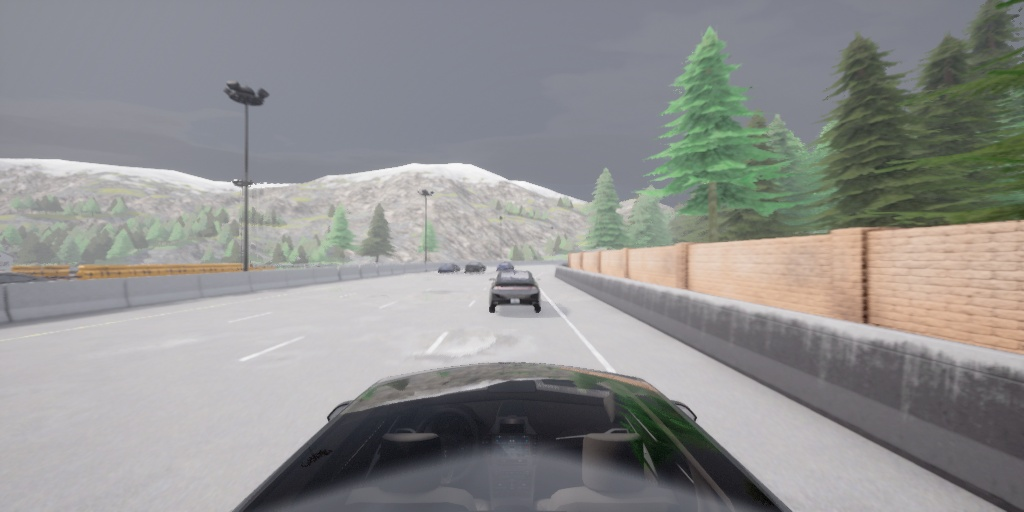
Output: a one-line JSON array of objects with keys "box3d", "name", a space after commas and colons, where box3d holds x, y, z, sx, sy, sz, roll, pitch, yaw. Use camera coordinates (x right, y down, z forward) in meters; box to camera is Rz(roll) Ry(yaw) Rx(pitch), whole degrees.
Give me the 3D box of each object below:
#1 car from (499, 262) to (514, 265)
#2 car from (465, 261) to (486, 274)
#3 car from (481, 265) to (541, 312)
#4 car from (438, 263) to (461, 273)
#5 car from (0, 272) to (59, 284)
[{"box3d": [-0.828, 1.521, 48.456, 1.812, 1.442, 4.674, 0, 0, 10], "name": "car"}, {"box3d": [-4.676, 1.464, 46.810, 1.882, 1.535, 5.008, 0, 0, 9], "name": "car"}, {"box3d": [0.106, 1.310, 14.517, 2.128, 1.511, 4.902, 0, 0, 0], "name": "car"}, {"box3d": [-8.154, 1.551, 47.122, 1.994, 1.385, 4.181, 0, 0, 9], "name": "car"}, {"box3d": [-20.995, 1.377, 14.108, 1.812, 1.442, 4.674, 0, 0, 0], "name": "car"}]
